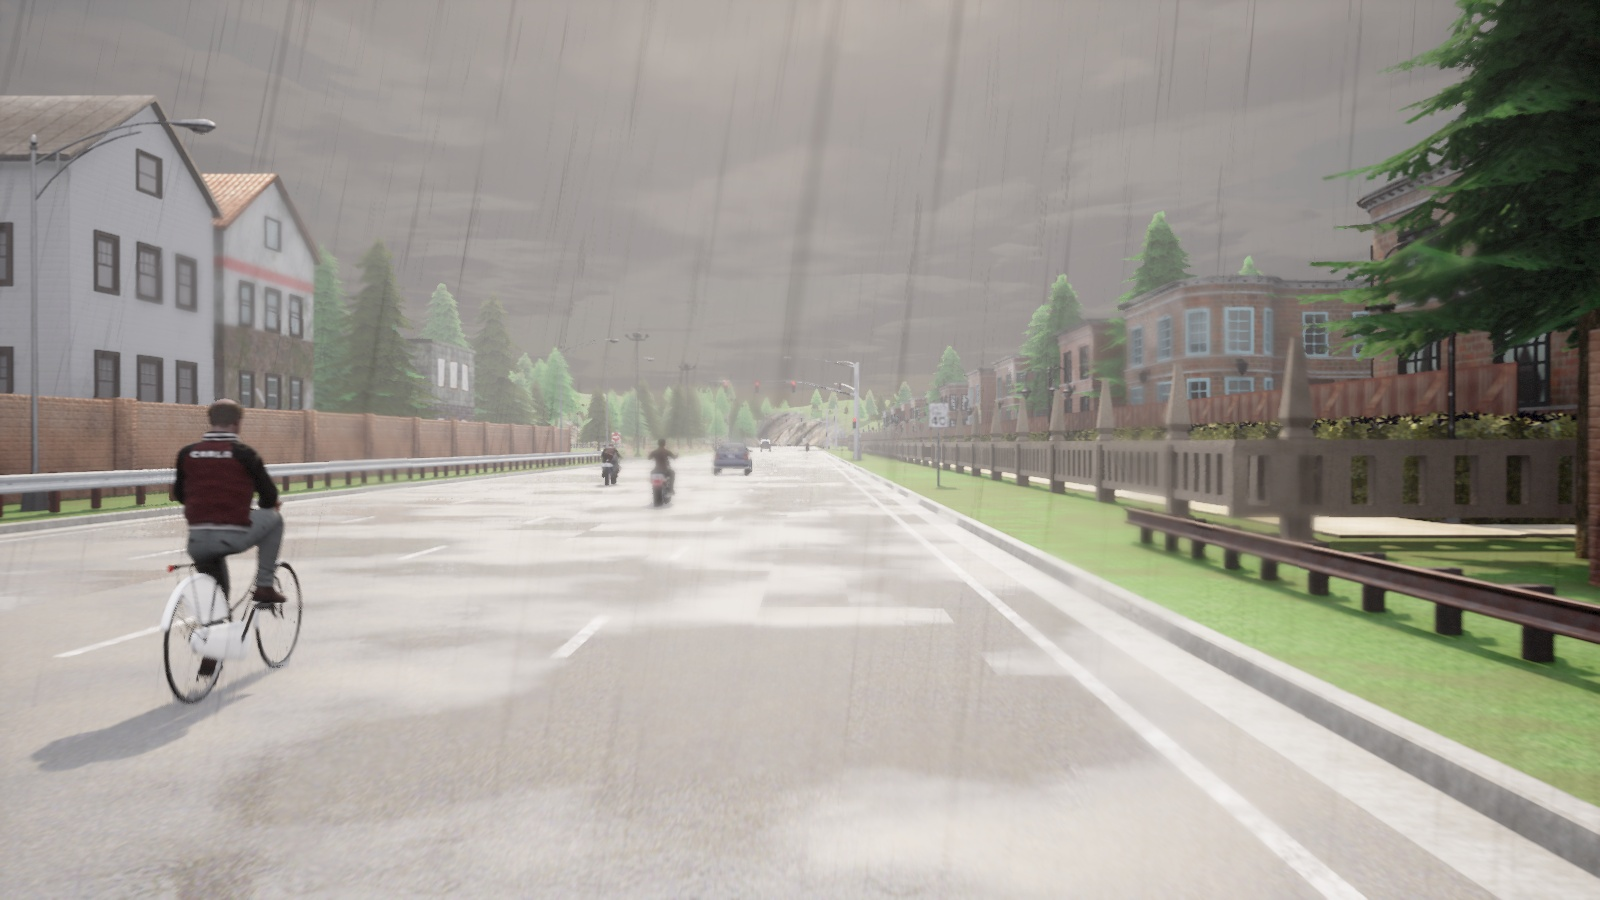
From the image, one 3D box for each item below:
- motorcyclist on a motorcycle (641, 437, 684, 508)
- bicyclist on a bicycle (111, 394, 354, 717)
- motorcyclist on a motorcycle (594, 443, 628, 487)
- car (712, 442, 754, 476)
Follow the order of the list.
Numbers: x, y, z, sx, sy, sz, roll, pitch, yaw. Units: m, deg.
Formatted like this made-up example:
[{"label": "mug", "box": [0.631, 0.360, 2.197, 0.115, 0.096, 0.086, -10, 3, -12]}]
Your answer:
[{"label": "motorcyclist on a motorcycle", "box": [-3.312, 0.522, 30.437, 0.766, 1.649, 2.350, 0, 0, 0]}, {"label": "bicyclist on a bicycle", "box": [-3.440, 0.570, 7.808, 0.659, 1.776, 1.843, 0, 1, 0]}, {"label": "motorcyclist on a motorcycle", "box": [-6.730, 0.524, 44.770, 0.866, 1.530, 2.191, 0, 0, 0]}, {"label": "car", "box": [-3.146, 0.387, 59.559, 1.789, 1.549, 3.705, 0, 0, 0]}]
